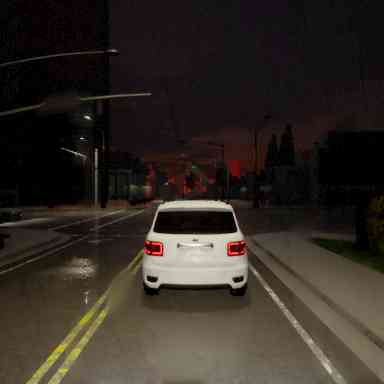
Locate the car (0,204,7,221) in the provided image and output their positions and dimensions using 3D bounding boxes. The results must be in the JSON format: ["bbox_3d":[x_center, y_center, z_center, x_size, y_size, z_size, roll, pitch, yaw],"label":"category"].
[{"bbox_3d":[-16.781,1.657,23.966,5.357,1.411,2.033,-1,0,-3],"label":"car"}]

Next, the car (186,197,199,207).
[{"bbox_3d":[0.117,1.564,51.868,1.994,1.385,4.181,0,0,1],"label":"car"}]

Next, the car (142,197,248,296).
[{"bbox_3d":[0.079,1.221,8.758,2.150,2.045,5.566,0,0,0],"label":"car"}]

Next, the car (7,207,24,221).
[{"bbox_3d":[-16.446,1.634,27.488,4.674,1.442,1.812,-1,0,0],"label":"car"}]

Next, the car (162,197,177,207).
[{"bbox_3d":[-3.532,1.564,52.903,1.994,1.385,4.181,0,0,0],"label":"car"}]
